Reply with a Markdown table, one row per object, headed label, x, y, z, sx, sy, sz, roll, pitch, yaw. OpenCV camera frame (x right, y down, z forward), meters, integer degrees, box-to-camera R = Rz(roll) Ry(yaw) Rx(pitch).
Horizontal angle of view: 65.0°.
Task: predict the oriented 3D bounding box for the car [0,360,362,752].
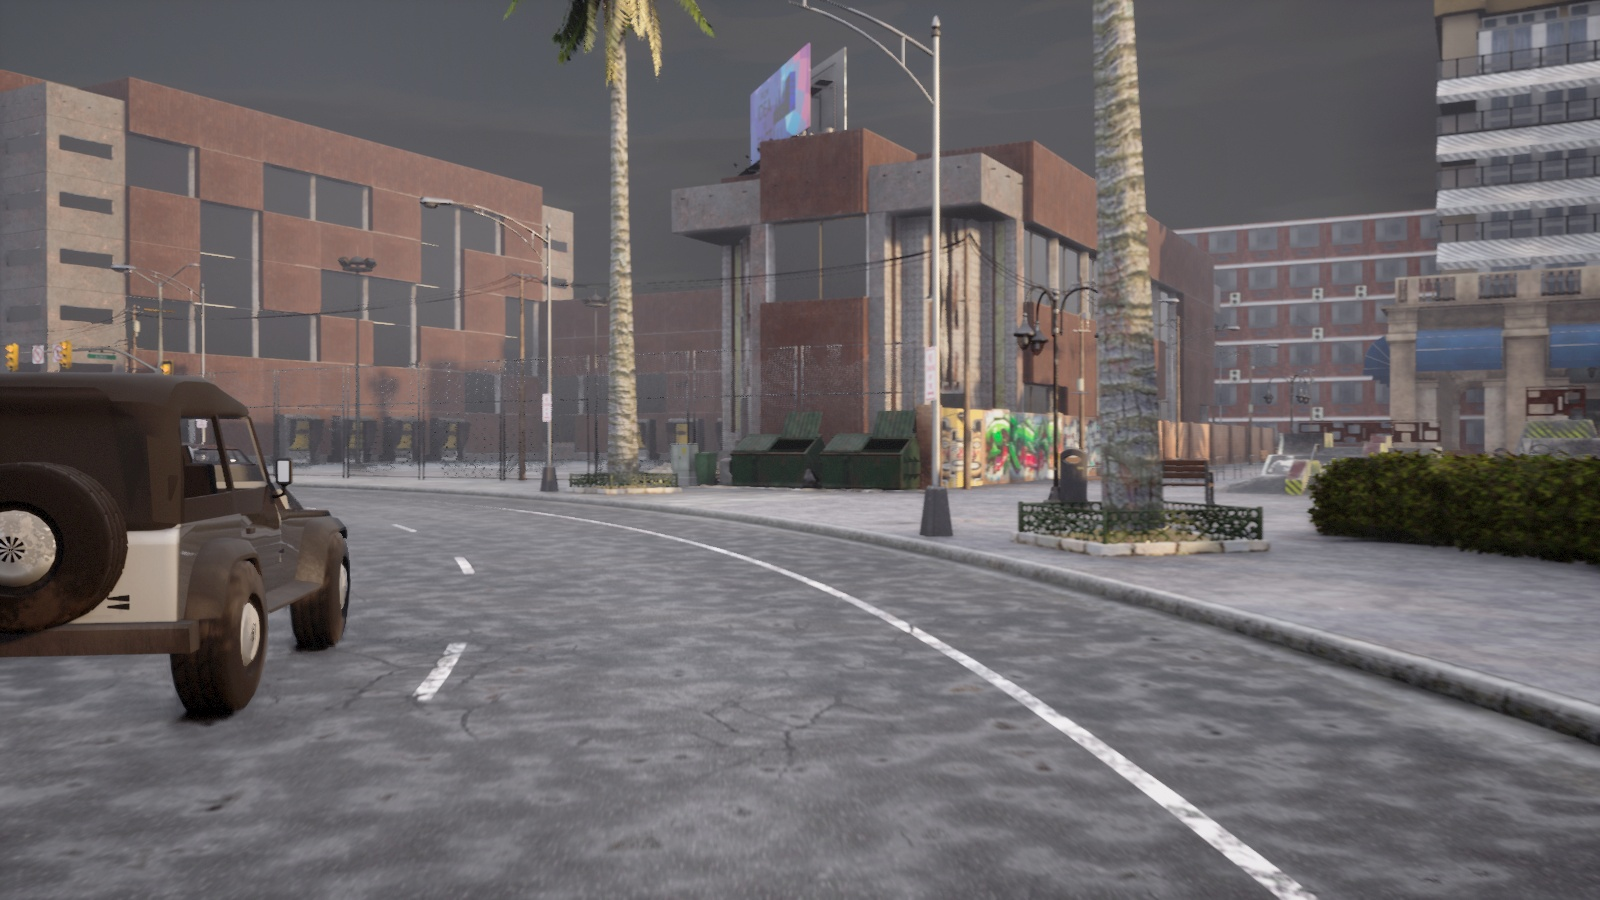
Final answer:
| label | x | y | z | sx | sy | sz | roll | pitch | yaw |
| --- | --- | --- | --- | --- | --- | --- | --- | --- | --- |
| car | -4.151 | 0.497 | 7.919 | 1.905 | 1.878 | 3.866 | 0 | 0 | -8 |
